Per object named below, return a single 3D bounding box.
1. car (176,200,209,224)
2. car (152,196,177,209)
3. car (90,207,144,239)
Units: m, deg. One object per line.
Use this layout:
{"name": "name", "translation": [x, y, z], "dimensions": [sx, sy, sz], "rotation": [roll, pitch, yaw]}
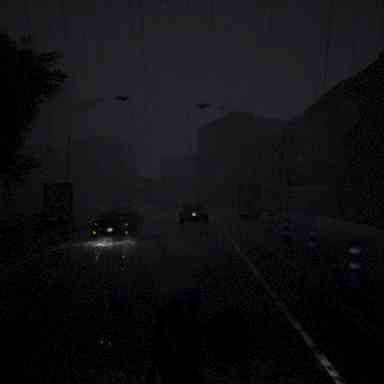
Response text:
{"name": "car", "translation": [0.096, 1.402, 23.309], "dimensions": [1.994, 1.385, 4.181], "rotation": [0, 0, -1]}
{"name": "car", "translation": [-3.353, 1.267, 41.222], "dimensions": [1.882, 1.535, 5.008], "rotation": [1, 0, -27]}
{"name": "car", "translation": [-3.600, 1.451, 16.607], "dimensions": [1.994, 1.385, 4.181], "rotation": [0, 1, 0]}
